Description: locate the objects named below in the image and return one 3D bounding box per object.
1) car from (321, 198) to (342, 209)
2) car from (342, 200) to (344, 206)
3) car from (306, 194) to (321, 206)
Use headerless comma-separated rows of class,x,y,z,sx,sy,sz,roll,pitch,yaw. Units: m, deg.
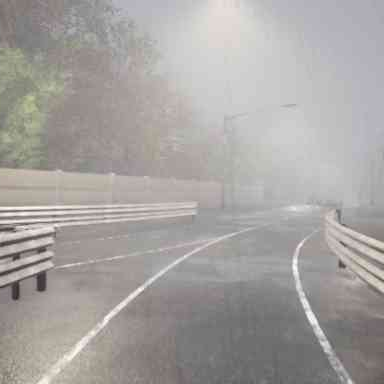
car,20.794,1.727,49.505,1.837,1.490,4.892,2,0,27
car,25.340,1.776,58.301,1.837,1.490,4.892,2,1,27
car,21.433,1.414,58.390,2.150,2.045,5.566,2,1,28
